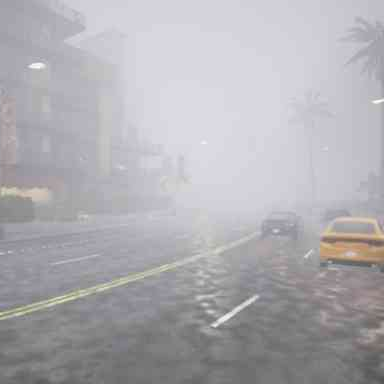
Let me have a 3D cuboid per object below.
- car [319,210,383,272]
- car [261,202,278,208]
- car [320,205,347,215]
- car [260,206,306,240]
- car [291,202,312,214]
[{"bbox_3d":[5.654,1.615,11.544,1.882,1.535,5.008,0,-1,28],"label":"car"},{"bbox_3d":[10.754,2.077,46.001,1.812,1.442,4.674,0,-1,0],"label":"car"},{"bbox_3d":[11.590,1.800,27.134,1.882,1.535,5.008,0,-1,16],"label":"car"},{"bbox_3d":[5.025,1.747,18.418,1.812,1.442,4.674,0,-1,23],"label":"car"},{"bbox_3d":[14.212,2.025,43.571,1.837,1.490,4.892,0,-1,2],"label":"car"}]
